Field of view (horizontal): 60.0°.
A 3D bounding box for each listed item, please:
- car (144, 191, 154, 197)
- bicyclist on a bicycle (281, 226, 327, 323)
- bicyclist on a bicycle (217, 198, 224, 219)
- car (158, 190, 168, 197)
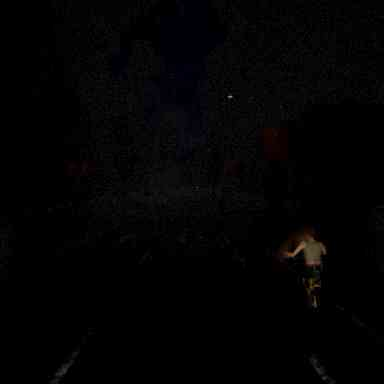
[{"bbox_3d":[-9.736,0.355,75.074,1.895,1.301,4.718,0,1,0],"label":"car"},{"bbox_3d":[2.160,1.432,6.197,0.866,1.612,1.509,0,0,0],"label":"bicyclist on a bicycle"},{"bbox_3d":[2.236,1.266,25.500,0.582,1.620,1.656,-1,0,0],"label":"bicyclist on a bicycle"},{"bbox_3d":[-6.486,0.284,75.102,2.128,1.511,4.902,0,1,0],"label":"car"}]
